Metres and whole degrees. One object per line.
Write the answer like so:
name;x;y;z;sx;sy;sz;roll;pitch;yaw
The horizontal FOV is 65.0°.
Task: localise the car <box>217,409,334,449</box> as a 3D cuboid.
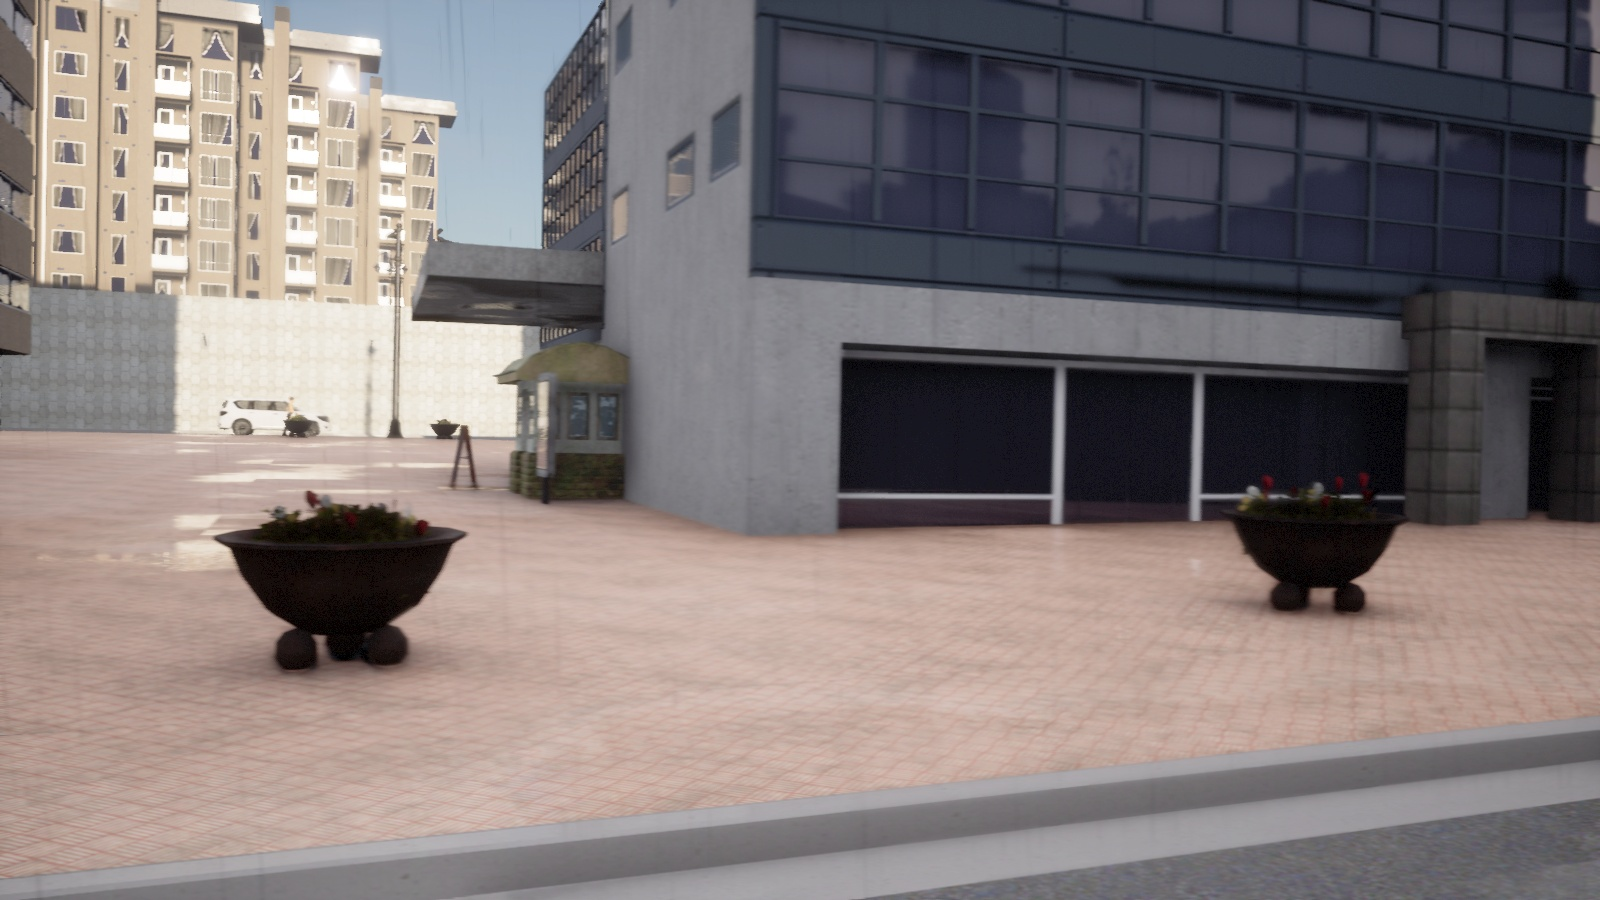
car;-27.580;-1.089;66.280;5.566;2.045;2.150;0;1;-19
